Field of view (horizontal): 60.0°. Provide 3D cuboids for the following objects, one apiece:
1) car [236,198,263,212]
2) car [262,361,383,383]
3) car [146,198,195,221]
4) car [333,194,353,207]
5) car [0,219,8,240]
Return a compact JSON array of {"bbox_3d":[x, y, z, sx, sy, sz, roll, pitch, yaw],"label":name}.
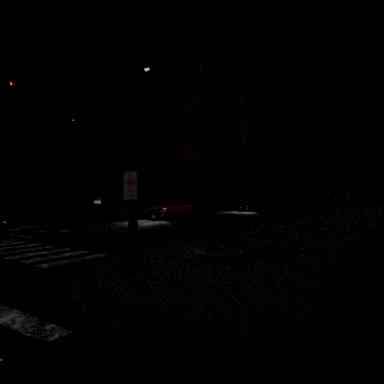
[{"bbox_3d":[7.049,1.565,40.445,1.837,1.490,4.892,0,1,36],"label":"car"},{"bbox_3d":[2.178,1.551,1.289,4.403,1.369,2.008,0,0,36],"label":"car"},{"bbox_3d":[-1.750,1.384,28.045,2.097,1.767,4.553,0,0,35],"label":"car"},{"bbox_3d":[24.063,1.347,52.899,2.150,2.045,5.566,0,0,35],"label":"car"},{"bbox_3d":[-10.376,1.572,14.559,1.994,1.385,4.181,0,0,22],"label":"car"}]
